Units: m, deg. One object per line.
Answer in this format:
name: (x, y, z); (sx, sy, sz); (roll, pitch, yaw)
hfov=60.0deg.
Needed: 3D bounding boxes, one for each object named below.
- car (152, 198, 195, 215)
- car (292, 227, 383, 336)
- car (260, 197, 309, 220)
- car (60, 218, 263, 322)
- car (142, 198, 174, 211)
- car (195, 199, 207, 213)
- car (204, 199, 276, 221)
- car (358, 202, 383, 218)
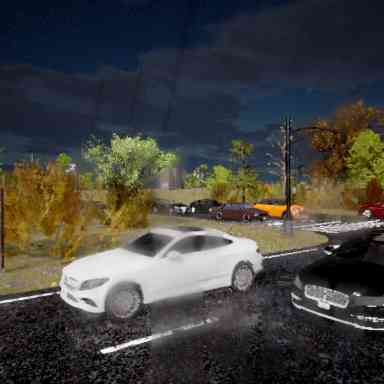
car: (-2.293, 1.493, 34.341); (2.128, 1.511, 4.902); (0, 0, -38)
car: (4.013, 1.504, 6.569); (4.892, 1.490, 1.837); (0, 0, -36)
car: (7.277, 1.345, 27.418); (2.097, 1.767, 4.553); (0, 0, -38)
car: (-0.417, 1.525, 7.375); (4.674, 1.442, 1.812); (0, 0, -36)
car: (-4.419, 1.499, 42.306); (1.812, 1.442, 4.674); (0, 0, -38)
car: (1.691, 1.488, 34.529); (1.837, 1.490, 4.892); (0, 0, -38)
car: (3.723, 1.560, 26.683); (2.033, 1.411, 5.357); (0, 0, -38)
car: (16.516, 1.429, 27.462); (5.008, 1.535, 1.882); (0, 2, 41)
